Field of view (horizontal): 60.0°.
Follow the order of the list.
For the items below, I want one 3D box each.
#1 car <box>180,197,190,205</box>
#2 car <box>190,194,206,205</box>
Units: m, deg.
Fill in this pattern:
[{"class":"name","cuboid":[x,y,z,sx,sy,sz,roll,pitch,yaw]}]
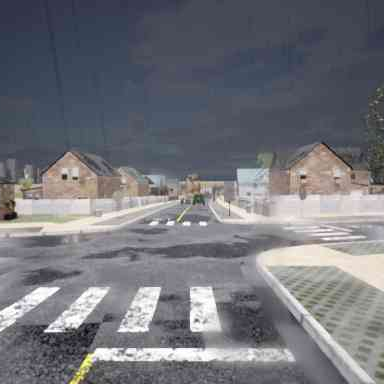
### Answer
[{"class":"car","cuboid":[-1.265,1.722,66.127,2.128,1.511,4.902,0,0,3]},{"class":"car","cuboid":[1.309,1.426,61.865,2.150,2.045,5.566,0,0,3]}]
